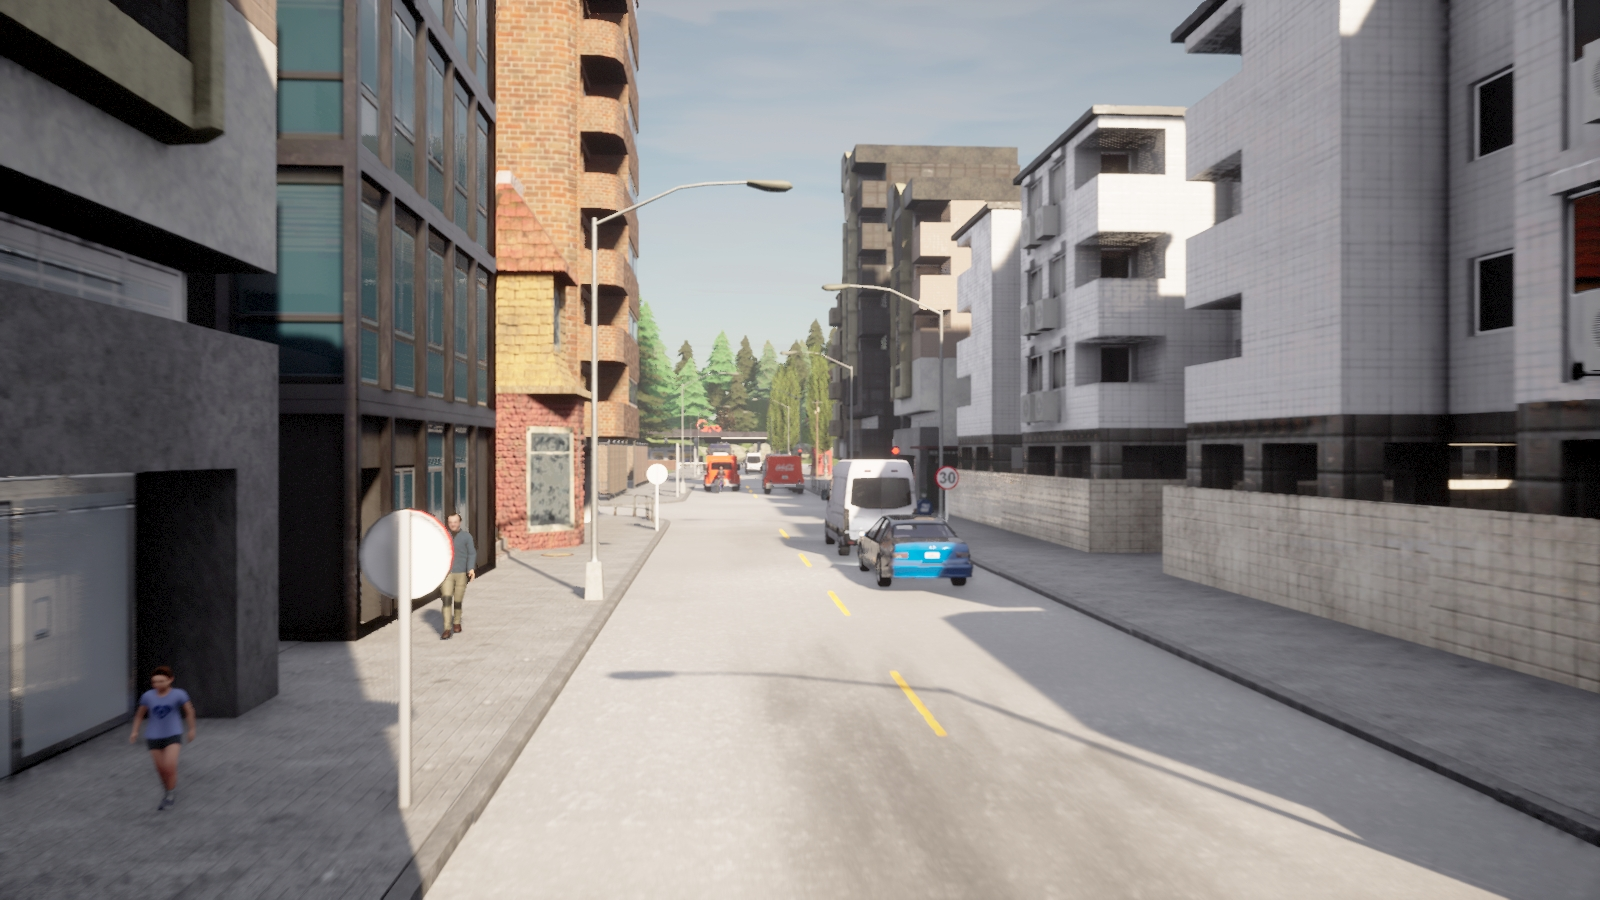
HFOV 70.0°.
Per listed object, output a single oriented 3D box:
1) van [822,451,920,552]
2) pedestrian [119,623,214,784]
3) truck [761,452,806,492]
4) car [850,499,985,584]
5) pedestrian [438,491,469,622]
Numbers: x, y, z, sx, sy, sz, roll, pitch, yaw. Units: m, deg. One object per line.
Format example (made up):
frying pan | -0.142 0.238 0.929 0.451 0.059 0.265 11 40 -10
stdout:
van | 1.875 1.325 32.271 1.988 2.561 5.915 0 0 -4
pedestrian | -4.820 1.910 8.716 0.500 1.100 0.500 0 0 -10
truck | -1.127 1.375 74.529 2.627 2.467 5.204 0 0 -4
car | 2.408 1.894 24.886 2.033 1.411 5.357 0 0 -4
pedestrian | -5.007 1.533 16.529 0.375 1.860 0.375 0 0 -7
